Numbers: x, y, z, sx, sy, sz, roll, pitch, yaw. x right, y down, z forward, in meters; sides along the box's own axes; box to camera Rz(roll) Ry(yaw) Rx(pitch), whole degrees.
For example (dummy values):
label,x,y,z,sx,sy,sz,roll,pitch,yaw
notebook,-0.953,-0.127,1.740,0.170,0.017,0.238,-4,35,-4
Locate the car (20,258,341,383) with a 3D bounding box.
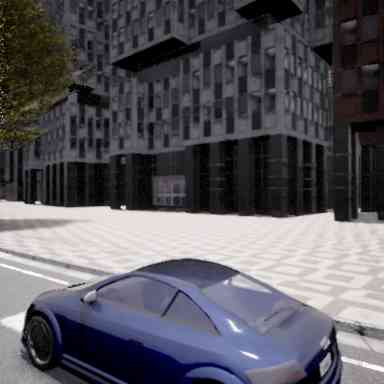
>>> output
label,x,y,z,sx,sy,sz,roll,pitch,yaw
car,-0.368,1.591,4.312,4.181,1.385,1.994,0,0,36
